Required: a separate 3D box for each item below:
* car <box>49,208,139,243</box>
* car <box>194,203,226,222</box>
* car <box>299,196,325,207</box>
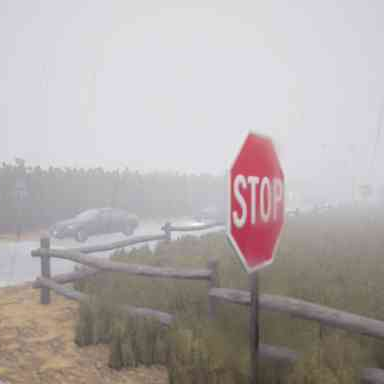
[{"bbox_3d":[-4.681,1.535,16.579,1.812,1.442,4.674,0,0,36],"label":"car"},{"bbox_3d":[1.952,1.563,25.735,1.994,1.385,4.181,0,0,36],"label":"car"},{"bbox_3d":[16.673,1.283,46.219,2.128,1.511,4.902,0,1,-6],"label":"car"}]
